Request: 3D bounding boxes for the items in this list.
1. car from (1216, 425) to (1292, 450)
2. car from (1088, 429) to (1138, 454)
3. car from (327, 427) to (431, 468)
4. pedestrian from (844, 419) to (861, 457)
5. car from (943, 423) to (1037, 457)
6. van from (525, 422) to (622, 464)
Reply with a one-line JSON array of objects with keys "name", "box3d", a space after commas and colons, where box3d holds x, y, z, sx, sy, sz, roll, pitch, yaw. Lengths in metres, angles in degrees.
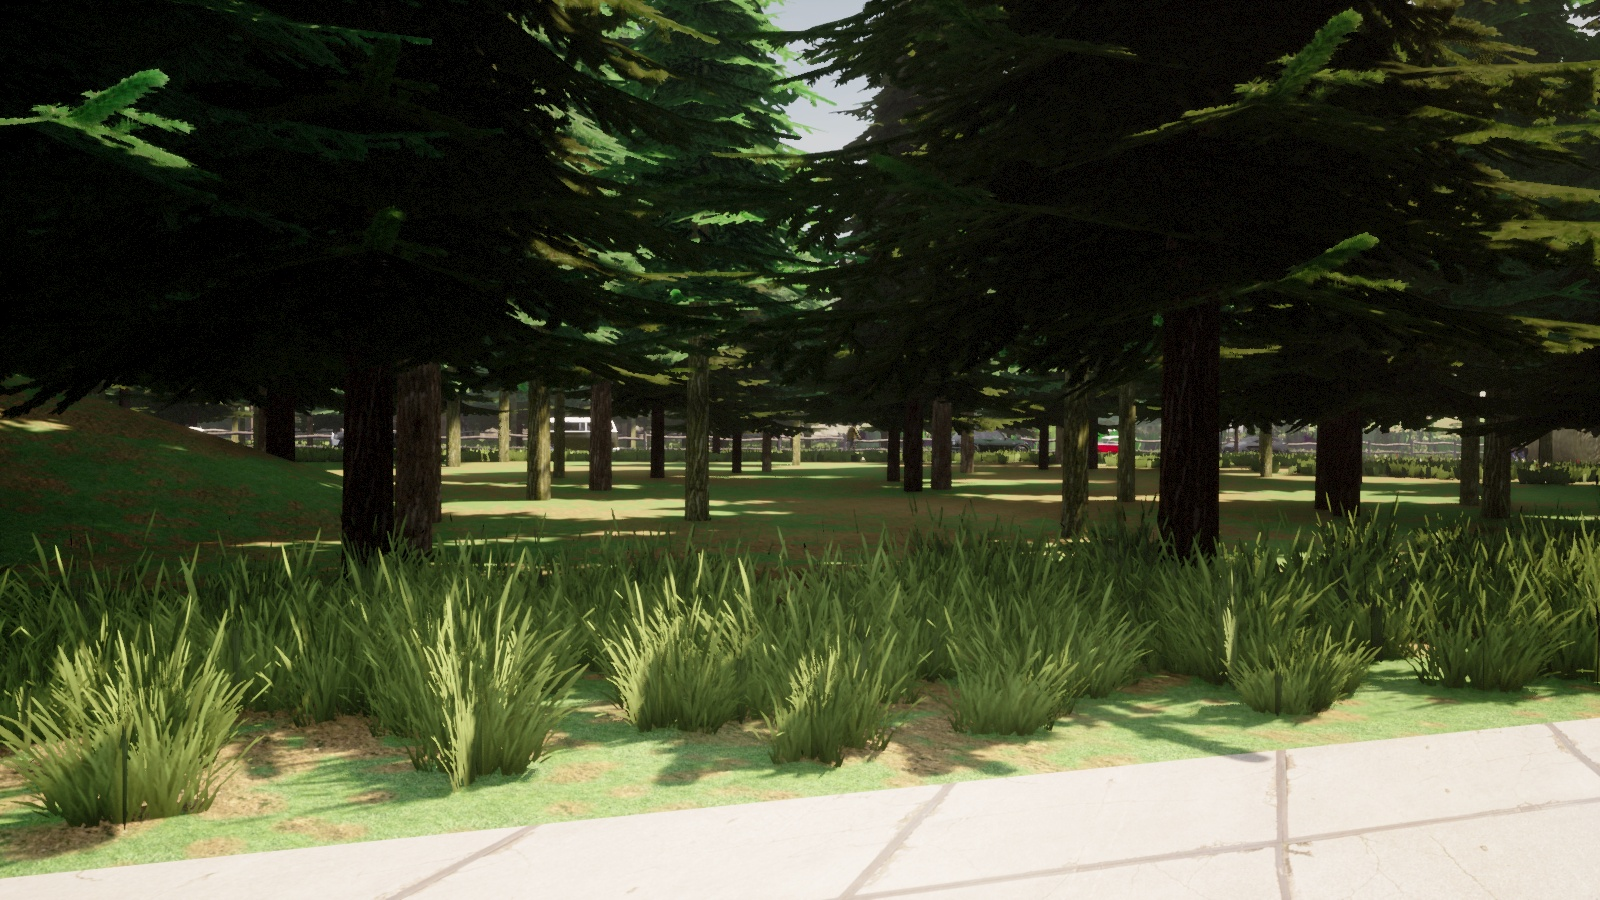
[{"name": "car", "box3d": [28.135, -0.762, 77.835, 4.193, 1.474, 1.816, -1, 1, -19]}, {"name": "car", "box3d": [17.551, -0.491, 70.444, 2.207, 1.376, 1.481, -1, 1, -19]}, {"name": "car", "box3d": [-20.162, -0.146, 60.132, 4.605, 1.855, 1.932, -1, 1, -21]}, {"name": "pedestrian", "box3d": [2.562, -0.574, 60.962, 0.726, 1.835, 0.370, -1, 1, -31]}, {"name": "car", "box3d": [10.253, -0.567, 67.888, 4.553, 1.767, 2.097, -1, 1, -20]}, {"name": "van", "box3d": [-11.461, -0.387, 63.432, 4.480, 2.038, 2.069, -1, 1, -21]}]
